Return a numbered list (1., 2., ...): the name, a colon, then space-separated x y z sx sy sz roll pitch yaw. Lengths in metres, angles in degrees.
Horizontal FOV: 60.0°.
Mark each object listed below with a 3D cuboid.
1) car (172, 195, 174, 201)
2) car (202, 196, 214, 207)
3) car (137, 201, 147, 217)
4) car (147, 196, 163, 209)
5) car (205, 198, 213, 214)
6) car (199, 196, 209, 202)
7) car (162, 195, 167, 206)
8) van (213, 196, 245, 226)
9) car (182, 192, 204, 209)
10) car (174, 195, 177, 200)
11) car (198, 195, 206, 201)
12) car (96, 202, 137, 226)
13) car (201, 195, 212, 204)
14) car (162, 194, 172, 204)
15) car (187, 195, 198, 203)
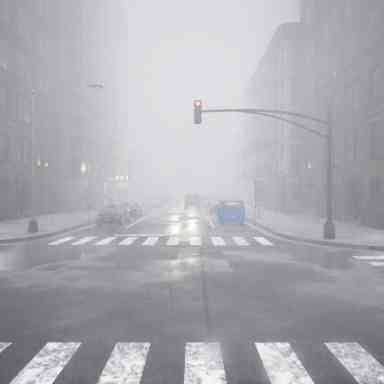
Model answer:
1. car: -5.376 1.292 68.621 2.192 1.841 5.009 0 0 0
2. car: 2.645 1.576 45.899 1.802 1.307 4.206 0 0 0
3. car: -5.383 1.543 28.848 1.887 1.381 4.507 0 0 0
4. car: -5.380 1.519 45.724 1.752 1.417 4.829 0 0 0
5. car: 2.643 1.580 34.536 1.802 1.307 4.206 0 0 0
6. car: 2.650 1.524 74.305 2.008 1.369 4.403 0 0 0
7. car: -5.379 1.556 51.576 1.947 1.339 4.313 0 0 0
8. van: 2.641 1.340 23.174 1.690 1.788 3.998 0 0 0
9. car: 0.108 1.215 46.270 2.150 2.045 5.566 0 0 0
10. car: -5.374 1.409 79.985 1.967 1.590 4.097 0 0 0
11. car: 2.652 1.531 85.668 1.947 1.339 4.313 0 0 0
12. car: -5.384 1.549 23.166 2.008 1.369 4.403 0 0 0
13. car: 2.648 1.422 62.943 1.967 1.590 4.097 0 0 0
14. car: -5.377 1.547 62.939 1.947 1.339 4.313 0 0 0
15. car: 0.113 1.470 66.984 2.128 1.511 4.902 0 0 0
